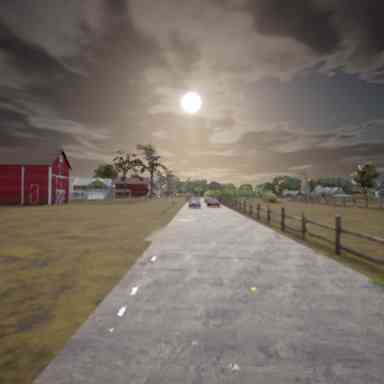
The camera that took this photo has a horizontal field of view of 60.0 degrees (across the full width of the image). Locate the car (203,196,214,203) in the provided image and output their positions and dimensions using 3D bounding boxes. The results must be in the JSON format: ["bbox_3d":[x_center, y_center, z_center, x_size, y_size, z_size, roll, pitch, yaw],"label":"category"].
[{"bbox_3d":[3.498,1.638,71.530,2.033,1.411,5.357,0,0,1],"label":"car"}]

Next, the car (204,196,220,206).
[{"bbox_3d":[3.414,1.629,54.393,1.994,1.385,4.181,0,0,1],"label":"car"}]

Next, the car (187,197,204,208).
[{"bbox_3d":[0.417,1.537,47.613,1.837,1.490,4.892,0,0,1],"label":"car"}]
